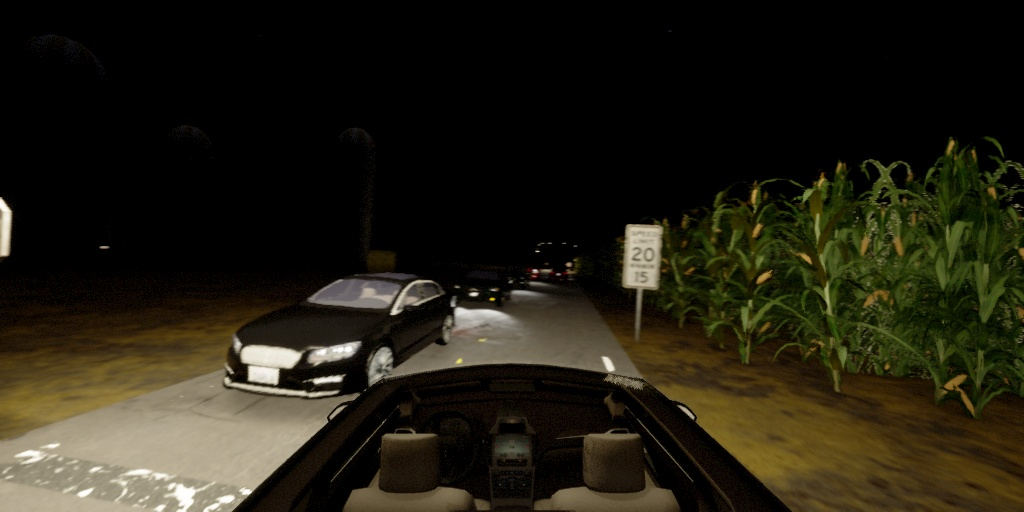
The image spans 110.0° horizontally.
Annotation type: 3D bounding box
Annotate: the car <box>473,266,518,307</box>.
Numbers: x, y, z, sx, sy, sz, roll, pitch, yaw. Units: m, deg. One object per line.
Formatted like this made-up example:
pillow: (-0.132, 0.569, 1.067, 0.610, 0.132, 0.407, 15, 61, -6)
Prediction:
car: (-1.151, 1.273, 15.366, 1.994, 1.385, 4.181, 4, 0, 8)

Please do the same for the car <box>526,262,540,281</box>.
car: (1.598, 1.400, 34.483, 2.097, 1.767, 4.553, 4, -1, 8)

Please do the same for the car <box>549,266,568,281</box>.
car: (4.999, 1.883, 38.166, 1.994, 1.385, 4.181, 4, -1, 9)

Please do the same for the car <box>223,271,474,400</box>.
car: (-2.412, 1.089, 6.420, 2.128, 1.511, 4.902, 4, 0, 8)

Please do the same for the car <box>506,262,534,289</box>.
car: (0.199, 1.364, 24.824, 1.837, 1.490, 4.892, 4, -1, 8)
